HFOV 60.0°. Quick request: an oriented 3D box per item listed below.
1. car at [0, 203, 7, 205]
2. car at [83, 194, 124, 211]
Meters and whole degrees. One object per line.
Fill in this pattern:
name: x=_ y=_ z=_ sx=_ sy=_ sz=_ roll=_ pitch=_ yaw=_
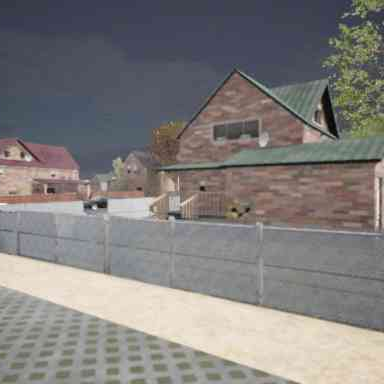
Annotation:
car: x=-16.095 y=1.295 z=24.021 sx=1.882 sy=1.535 sz=5.008 roll=1 pitch=2 yaw=35
car: x=-9.150 y=1.013 z=33.785 sx=1.882 sy=1.535 sz=5.008 roll=1 pitch=2 yaw=35
